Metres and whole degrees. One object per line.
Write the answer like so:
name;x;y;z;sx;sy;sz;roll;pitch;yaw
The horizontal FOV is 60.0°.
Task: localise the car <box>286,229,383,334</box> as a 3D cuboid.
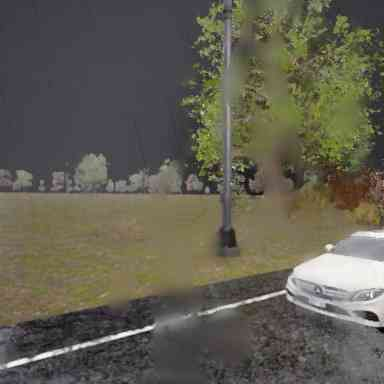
car;3.946;1.546;6.825;4.674;1.442;1.812;0;0;-36
